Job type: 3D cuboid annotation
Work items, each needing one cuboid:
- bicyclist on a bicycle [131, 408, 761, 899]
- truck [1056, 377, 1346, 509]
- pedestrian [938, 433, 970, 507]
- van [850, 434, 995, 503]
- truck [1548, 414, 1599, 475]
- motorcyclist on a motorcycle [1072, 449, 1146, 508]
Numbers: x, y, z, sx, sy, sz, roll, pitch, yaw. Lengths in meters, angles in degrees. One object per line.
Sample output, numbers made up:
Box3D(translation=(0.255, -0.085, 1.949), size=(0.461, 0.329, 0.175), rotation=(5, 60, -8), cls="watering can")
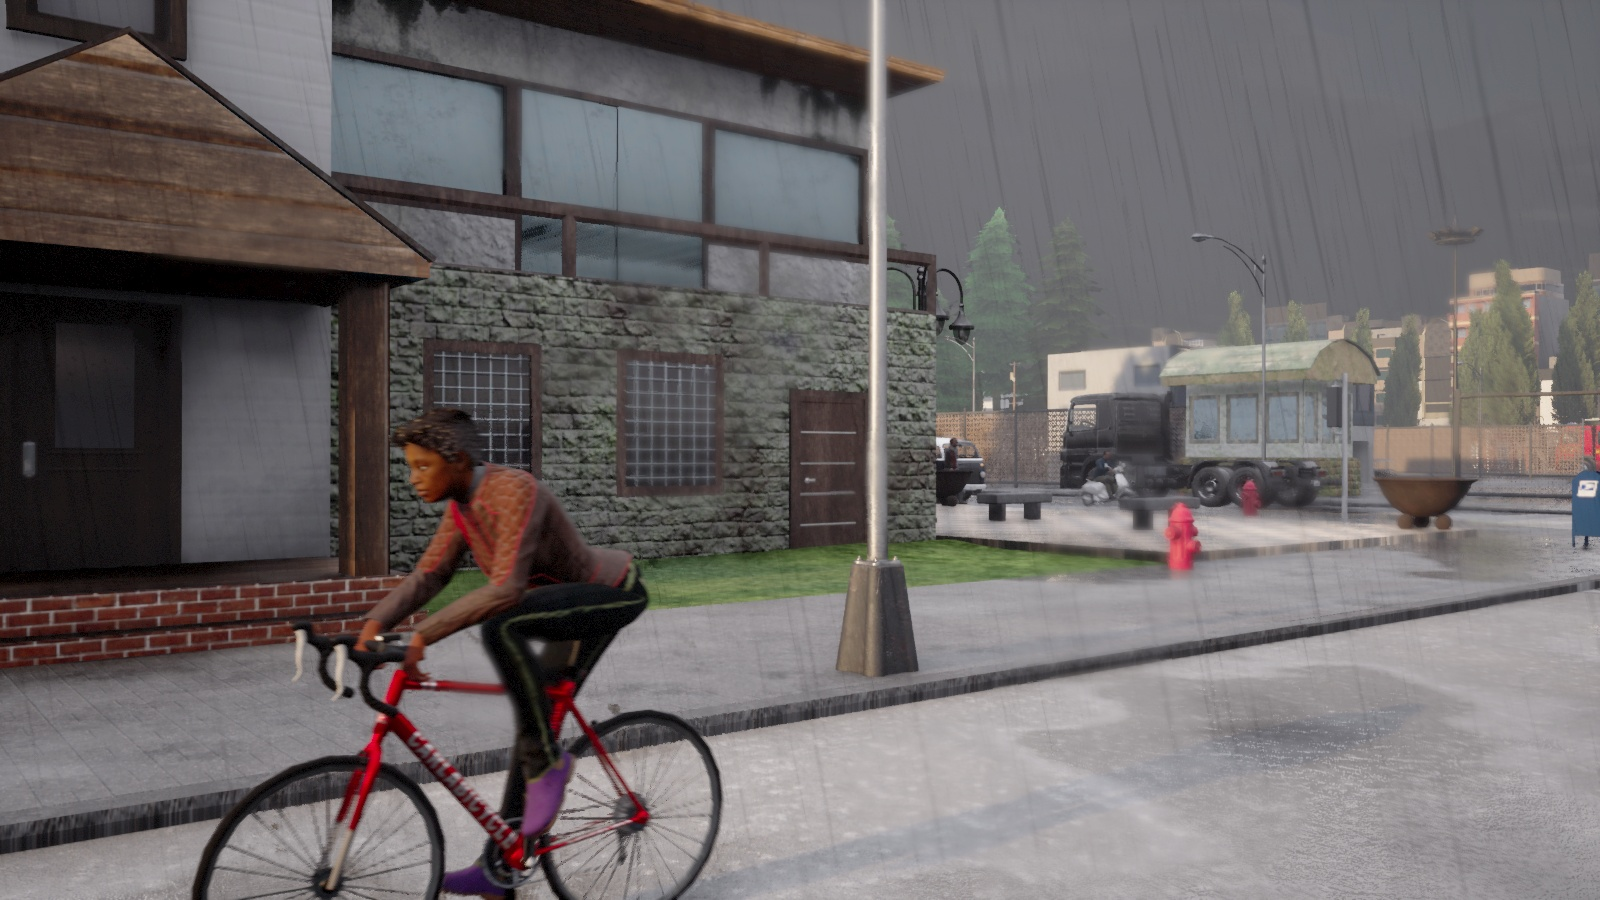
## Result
Box3D(translation=(-0.958, 0.709, 3.647), size=(1.656, 1.620, 0.582), rotation=(0, 0, -38), cls="bicyclist on a bicycle")
Box3D(translation=(11.578, -0.171, 37.092), size=(2.891, 3.462, 7.936), rotation=(0, 0, -37), cls="truck")
Box3D(translation=(3.923, 0.504, 31.983), size=(0.720, 1.854, 0.376), rotation=(0, 0, 42), cls="pedestrian")
Box3D(translation=(3.871, 0.547, 40.430), size=(2.069, 2.038, 4.480), rotation=(0, 1, -38), cls="van")
Box3D(translation=(52.102, -0.338, 78.686), size=(2.891, 3.827, 8.468), rotation=(0, 0, -39), cls="truck")
Box3D(translation=(8.485, 0.765, 34.572), size=(0.866, 1.590, 1.817), rotation=(0, 0, -38), cls="motorcyclist on a motorcycle")
